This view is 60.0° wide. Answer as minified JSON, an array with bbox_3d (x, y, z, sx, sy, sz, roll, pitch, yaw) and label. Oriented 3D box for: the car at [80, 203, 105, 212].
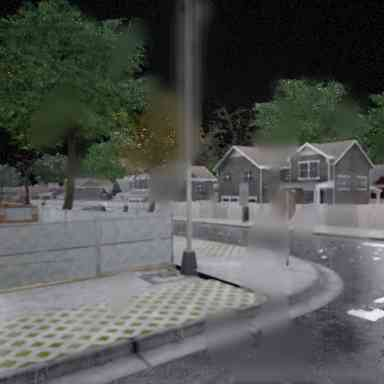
[{"bbox_3d":[-12.598,2.118,41.971,1.882,1.535,5.008,0,-1,-36],"label":"car"}]
